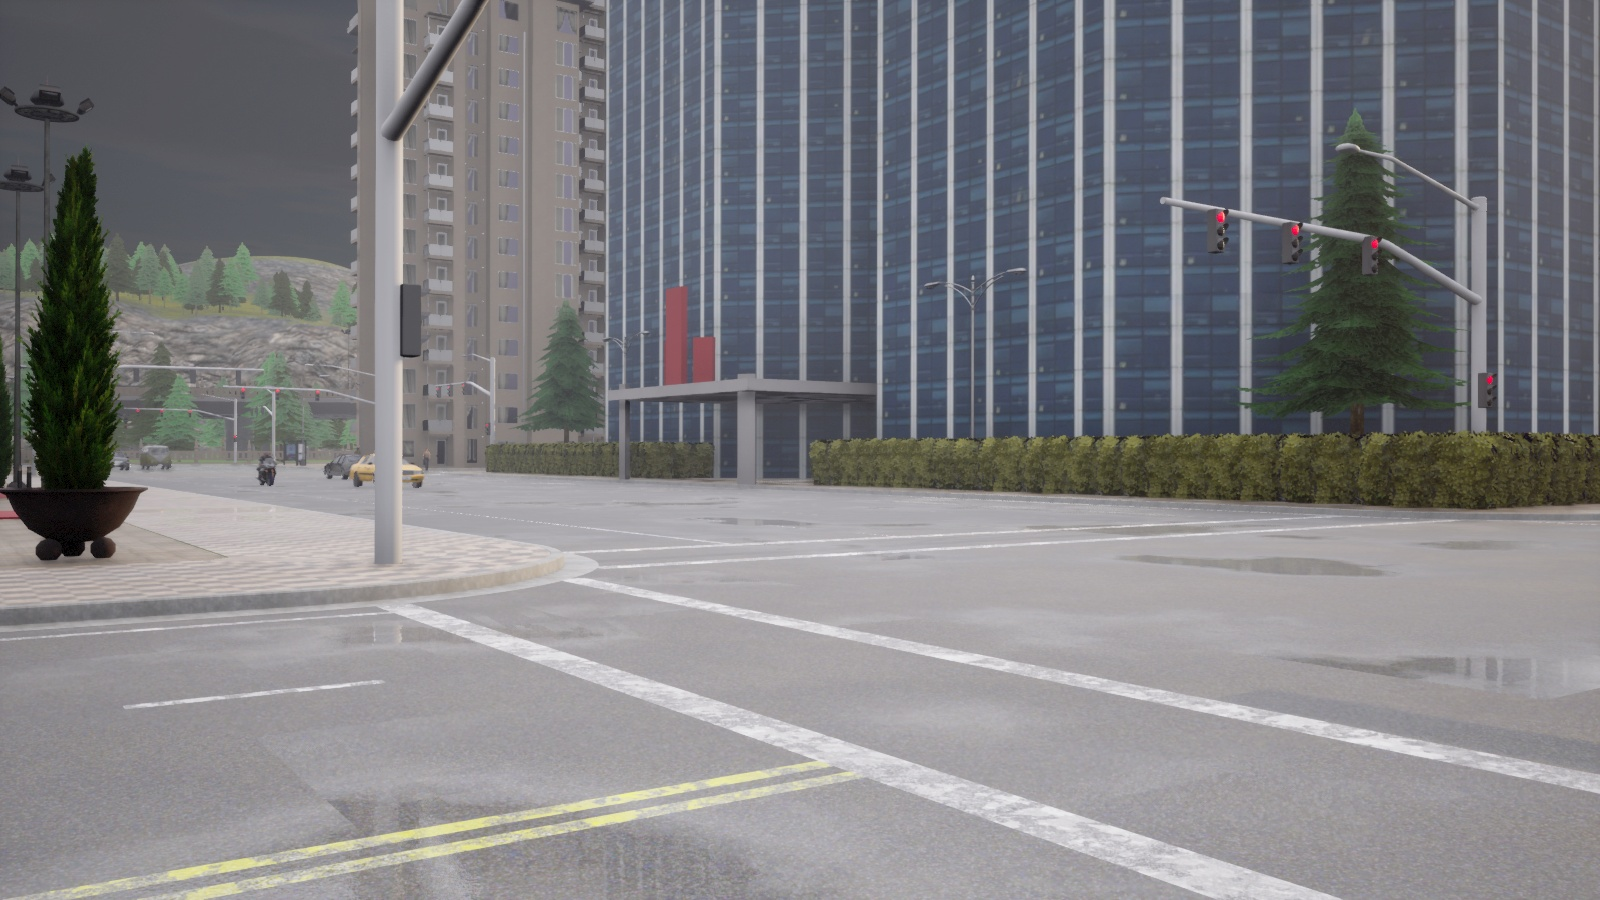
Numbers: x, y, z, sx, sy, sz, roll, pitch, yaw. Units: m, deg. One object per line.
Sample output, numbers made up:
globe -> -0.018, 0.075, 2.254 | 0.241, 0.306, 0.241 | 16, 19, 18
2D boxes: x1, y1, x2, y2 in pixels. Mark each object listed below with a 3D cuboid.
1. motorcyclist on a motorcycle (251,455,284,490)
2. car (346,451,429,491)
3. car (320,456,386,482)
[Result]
motorcyclist on a motorcycle -> -23.373, 0.964, 55.075 | 0.866, 1.530, 2.191 | 0, 0, -35
car -> -17.341, 0.849, 52.595 | 1.801, 1.575, 5.366 | 0, 0, -35
car -> -24.587, 1.013, 68.936 | 2.033, 1.411, 5.357 | 0, 0, -35
